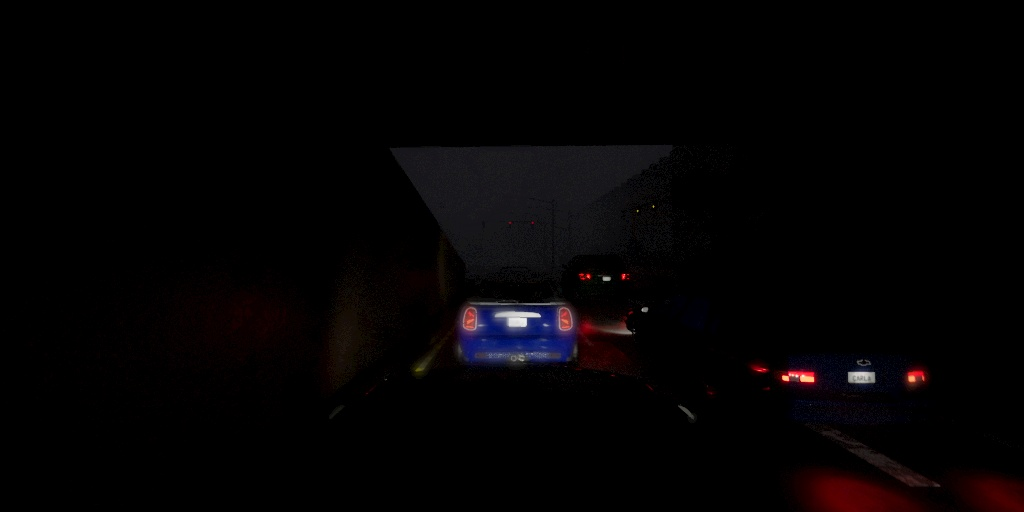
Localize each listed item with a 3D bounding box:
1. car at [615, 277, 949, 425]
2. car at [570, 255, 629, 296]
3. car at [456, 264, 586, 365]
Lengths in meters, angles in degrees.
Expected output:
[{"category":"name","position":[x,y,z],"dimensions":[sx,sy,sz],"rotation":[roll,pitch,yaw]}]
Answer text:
[{"category":"car","position":[3.611,1.298,6.206],"dimensions":[2.033,1.411,5.357],"rotation":[0,0,0]},{"category":"car","position":[3.646,0.973,16.452],"dimensions":[2.150,2.045,5.566],"rotation":[0,0,0]},{"category":"car","position":[0.107,1.103,7.977],"dimensions":[2.097,1.767,4.553],"rotation":[0,0,0]}]
